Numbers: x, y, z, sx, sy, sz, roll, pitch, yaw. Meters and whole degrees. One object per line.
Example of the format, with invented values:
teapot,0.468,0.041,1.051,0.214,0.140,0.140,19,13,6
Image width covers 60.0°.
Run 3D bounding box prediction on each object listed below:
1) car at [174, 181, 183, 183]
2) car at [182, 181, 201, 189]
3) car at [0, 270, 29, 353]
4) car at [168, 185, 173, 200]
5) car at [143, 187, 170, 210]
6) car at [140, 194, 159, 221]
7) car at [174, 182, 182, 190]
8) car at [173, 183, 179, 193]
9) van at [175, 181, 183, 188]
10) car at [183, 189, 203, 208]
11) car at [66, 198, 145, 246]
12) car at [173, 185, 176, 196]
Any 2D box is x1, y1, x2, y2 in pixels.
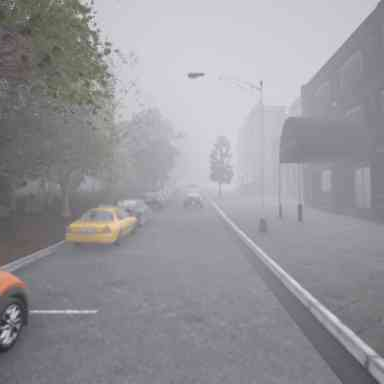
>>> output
car,-3.663,-1.344,81.365,2.097,1.535,5.008,0,2,2
car,0.095,-0.252,49.258,2.150,2.045,5.566,0,1,0
car,-3.628,1.343,3.353,2.185,1.767,4.553,2,0,2
car,-3.659,0.401,36.804,2.185,1.767,4.553,0,2,2
car,-3.658,0.628,31.238,2.185,1.767,4.553,0,2,2
car,-3.636,1.167,20.112,2.231,1.521,4.892,1,2,2
car,-3.659,-0.604,64.703,2.163,1.488,4.792,0,2,2
car,-3.652,-0.176,53.725,1.946,1.575,5.366,0,2,2
van,-3.660,-2.049,92.608,1.878,1.987,4.442,0,2,2
car,0.096,0.725,33.085,1.812,1.442,4.674,0,2,0
car,-3.632,1.300,14.375,1.946,1.575,5.366,1,1,2
car,-3.658,0.298,42.401,2.231,1.521,4.892,0,2,2
